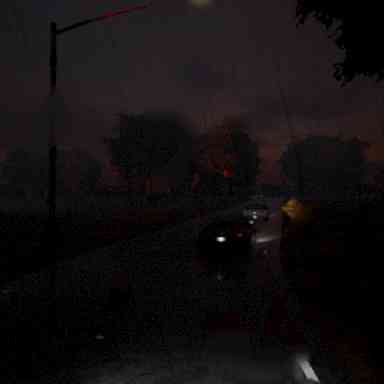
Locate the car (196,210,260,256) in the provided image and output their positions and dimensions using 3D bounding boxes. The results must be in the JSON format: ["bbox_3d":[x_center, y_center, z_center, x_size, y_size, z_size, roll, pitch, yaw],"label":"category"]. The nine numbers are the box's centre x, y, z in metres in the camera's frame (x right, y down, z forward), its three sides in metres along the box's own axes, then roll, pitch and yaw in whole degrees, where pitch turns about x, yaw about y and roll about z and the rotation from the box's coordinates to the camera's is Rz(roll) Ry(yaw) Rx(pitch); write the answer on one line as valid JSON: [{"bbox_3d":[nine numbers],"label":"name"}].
[{"bbox_3d":[1.530,1.639,13.670,1.994,1.385,4.181,0,0,15],"label":"car"}]

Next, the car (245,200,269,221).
[{"bbox_3d":[5.462,1.643,27.874,1.895,1.301,4.718,0,0,16],"label":"car"}]

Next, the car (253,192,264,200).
[{"bbox_3d":[14.052,1.020,70.000,2.150,2.045,5.566,0,0,16],"label":"car"}]

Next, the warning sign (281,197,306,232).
[{"bbox_3d":[5.645,1.215,18.573,1.300,1.860,1.060,1,1,16],"label":"warning sign"}]
